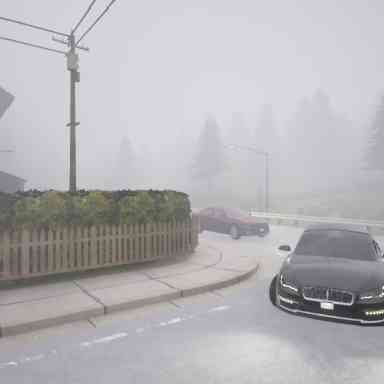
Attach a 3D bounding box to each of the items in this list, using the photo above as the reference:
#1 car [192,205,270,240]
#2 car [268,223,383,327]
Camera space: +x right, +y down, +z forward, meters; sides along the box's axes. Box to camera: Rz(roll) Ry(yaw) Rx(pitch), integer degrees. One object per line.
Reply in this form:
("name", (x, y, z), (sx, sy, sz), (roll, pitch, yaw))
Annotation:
("car", (1.870, 1.478, 17.440), (1.882, 1.535, 5.008), (0, 0, -33))
("car", (3.168, 1.505, 7.304), (1.837, 1.490, 4.892), (0, 0, 27))
